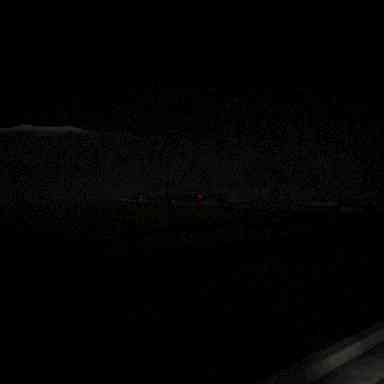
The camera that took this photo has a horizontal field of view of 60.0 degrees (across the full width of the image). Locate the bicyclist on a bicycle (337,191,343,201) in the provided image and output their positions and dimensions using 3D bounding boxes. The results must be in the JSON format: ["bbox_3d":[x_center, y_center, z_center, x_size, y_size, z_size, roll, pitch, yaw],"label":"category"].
[{"bbox_3d":[23.065,0.690,51.780,1.656,1.620,0.582,-1,1,-35],"label":"bicyclist on a bicycle"}]

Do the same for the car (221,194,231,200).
[{"bbox_3d":[5.952,1.036,69.158,1.895,1.301,4.718,-1,1,-35],"label":"car"}]

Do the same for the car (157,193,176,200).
[{"bbox_3d":[-5.621,0.968,73.489,1.837,1.490,4.892,-1,1,-35],"label":"car"}]

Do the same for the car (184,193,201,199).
[{"bbox_3d":[0.115,0.930,77.501,1.994,1.385,4.181,-1,1,-35],"label":"car"}]

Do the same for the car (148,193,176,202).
[{"bbox_3d":[-5.545,1.088,61.251,1.882,1.535,5.008,-1,1,-34],"label":"car"}]

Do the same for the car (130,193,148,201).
[{"bbox_3d":[-11.357,1.058,69.477,1.837,1.490,4.892,-1,1,-35],"label":"car"}]

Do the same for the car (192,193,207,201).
[{"bbox_3d":[0.189,1.028,65.184,1.837,1.490,4.892,-1,1,-35],"label":"car"}]

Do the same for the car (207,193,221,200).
[{"bbox_3d":[3.104,0.984,67.122,1.837,1.490,4.892,-1,1,-35],"label":"car"}]

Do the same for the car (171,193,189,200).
[{"bbox_3d":[-2.753,0.921,75.494,1.837,1.490,4.892,-1,1,-35],"label":"car"}]

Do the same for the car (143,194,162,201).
[{"bbox_3d":[-8.506,1.110,71.509,1.895,1.301,4.718,-1,1,-35],"label":"car"}]

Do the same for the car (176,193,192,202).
[{"bbox_3d":[-2.541,1.073,63.064,1.837,1.490,4.892,-1,1,-34],"label":"car"}]
